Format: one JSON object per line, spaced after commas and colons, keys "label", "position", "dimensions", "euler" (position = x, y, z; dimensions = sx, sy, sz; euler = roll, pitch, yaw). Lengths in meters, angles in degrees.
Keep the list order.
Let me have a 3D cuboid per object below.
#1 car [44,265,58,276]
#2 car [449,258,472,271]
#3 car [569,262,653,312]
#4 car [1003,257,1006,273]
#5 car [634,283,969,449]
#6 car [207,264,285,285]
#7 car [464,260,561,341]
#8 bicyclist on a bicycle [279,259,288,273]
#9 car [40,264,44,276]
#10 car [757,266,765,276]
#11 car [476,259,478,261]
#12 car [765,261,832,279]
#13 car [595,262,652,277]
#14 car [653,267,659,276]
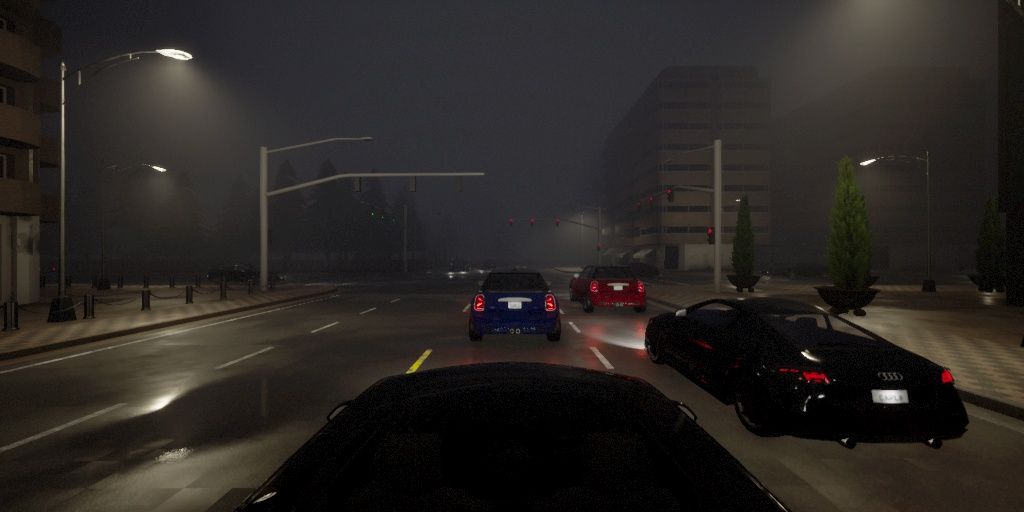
{"label": "car", "position": [-49.538, 1.353, 36.265], "dimensions": [5.357, 1.411, 2.033], "euler": [0, 0, 0]}
{"label": "car", "position": [-6.936, 1.102, 47.459], "dimensions": [2.097, 1.767, 4.553], "euler": [0, 0, 2]}
{"label": "car", "position": [3.598, 1.102, 14.242], "dimensions": [2.097, 1.767, 4.553], "euler": [0, 0, 0]}
{"label": "car", "position": [52.049, 1.031, 36.679], "dimensions": [5.566, 2.045, 2.150], "euler": [0, 0, 0]}
{"label": "car", "position": [3.604, 1.313, 5.427], "dimensions": [1.994, 1.385, 4.181], "euler": [0, 0, 0]}
{"label": "car", "position": [-19.009, 1.295, 25.754], "dimensions": [4.902, 1.511, 2.128], "euler": [0, 0, 0]}
{"label": "car", "position": [0.078, 1.102, 10.012], "dimensions": [2.097, 1.767, 4.553], "euler": [0, 0, 0]}
{"label": "bicyclist on a bicycle", "position": [-25.635, 1.106, 40.208], "dimensions": [0.582, 1.620, 1.656], "euler": [0, 0, 0]}
{"label": "car", "position": [-37.536, 1.297, 25.677], "dimensions": [4.902, 1.511, 2.128], "euler": [0, 0, 0]}
{"label": "car", "position": [27.841, 1.310, 36.663], "dimensions": [4.892, 1.490, 1.837], "euler": [0, 0, 0]}
{"label": "car", "position": [-5.910, 1.297, 61.001], "dimensions": [2.033, 1.411, 5.357], "euler": [0, 0, 12]}
{"label": "car", "position": [26.762, 1.283, 33.158], "dimensions": [5.008, 1.535, 1.882], "euler": [0, 0, 0]}
{"label": "car", "position": [11.412, 1.351, 36.975], "dimensions": [5.357, 1.411, 2.033], "euler": [0, 0, 6]}
{"label": "car", "position": [11.114, 1.325, 33.089], "dimensions": [4.674, 1.442, 1.812], "euler": [0, 0, 0]}
